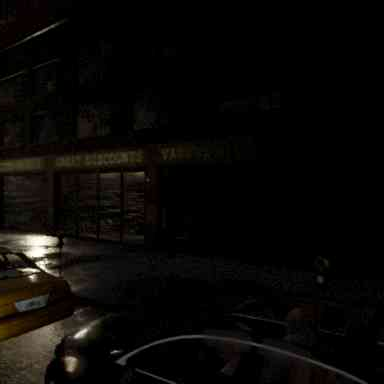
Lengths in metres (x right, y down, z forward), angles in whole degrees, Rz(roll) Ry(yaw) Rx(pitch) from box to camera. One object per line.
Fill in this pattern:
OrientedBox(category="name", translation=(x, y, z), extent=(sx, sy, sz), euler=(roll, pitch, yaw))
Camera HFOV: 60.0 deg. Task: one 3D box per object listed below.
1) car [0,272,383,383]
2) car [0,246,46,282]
OrientedBox(category="car", translation=(0.547, 1.553, 2.700), extent=(4.403, 1.369, 2.008), euler=(0, 1, 36))
OrientedBox(category="car", translation=(-4.129, 1.544, 6.055), extent=(4.829, 1.417, 1.752), euler=(0, 1, 36))
